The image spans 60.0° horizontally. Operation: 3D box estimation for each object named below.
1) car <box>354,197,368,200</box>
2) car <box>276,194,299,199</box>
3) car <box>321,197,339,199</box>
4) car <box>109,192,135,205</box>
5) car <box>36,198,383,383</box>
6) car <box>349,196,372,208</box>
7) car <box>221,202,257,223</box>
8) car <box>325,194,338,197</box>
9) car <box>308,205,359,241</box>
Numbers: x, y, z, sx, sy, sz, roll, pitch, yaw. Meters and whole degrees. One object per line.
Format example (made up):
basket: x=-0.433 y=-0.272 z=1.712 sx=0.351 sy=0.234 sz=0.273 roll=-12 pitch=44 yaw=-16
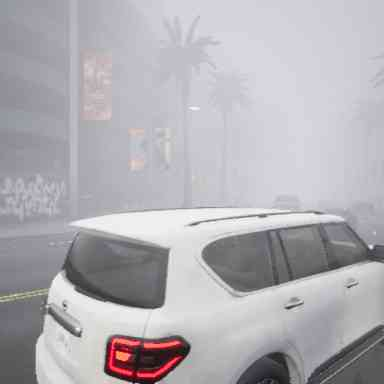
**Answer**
car: x=17.545 y=1.463 z=34.785 sx=1.882 sy=1.535 sz=5.008 roll=0 pitch=0 yaw=16
car: x=7.783 y=1.208 z=27.110 sx=2.150 sy=2.045 sz=5.566 roll=0 pitch=0 yaw=20
car: x=13.225 y=1.532 z=32.524 sx=2.033 sy=1.411 sz=5.357 roll=0 pitch=0 yaw=16
car: x=-10.836 y=0.982 z=51.444 sx=2.435 sy=2.045 sz=5.566 roll=0 pitch=0 yaw=16
car: x=0.999 y=1.221 z=4.388 sx=5.566 sy=2.045 sz=2.150 roll=0 pitch=0 yaw=-41
car: x=24.785 y=1.461 z=49.062 sx=2.231 sy=1.521 sz=4.892 roll=0 pitch=0 yaw=16
car: x=3.885 y=1.547 z=26.691 sx=1.994 sy=1.385 sz=4.181 roll=0 pitch=0 yaw=21
car: x=32.877 y=1.318 z=77.300 sx=2.185 sy=1.767 sz=4.553 roll=0 pitch=0 yaw=16
car: x=7.820 y=1.540 z=18.044 sx=2.033 sy=1.411 sz=5.357 roll=0 pitch=0 yaw=29
